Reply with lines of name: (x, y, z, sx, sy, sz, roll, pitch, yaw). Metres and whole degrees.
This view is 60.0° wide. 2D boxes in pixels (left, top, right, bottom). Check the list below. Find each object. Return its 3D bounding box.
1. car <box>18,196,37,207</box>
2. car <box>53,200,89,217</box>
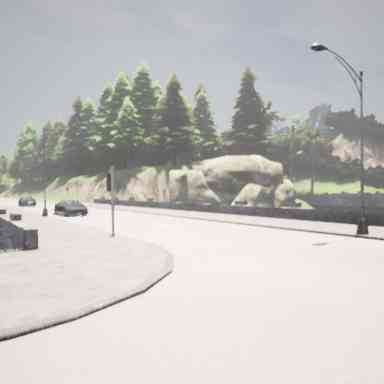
car: (-23.700, 1.362, 47.845, 2.128, 1.511, 4.902, -1, 1, -35)
car: (-10.893, 1.419, 29.668, 2.033, 1.411, 5.357, -1, 1, -35)
